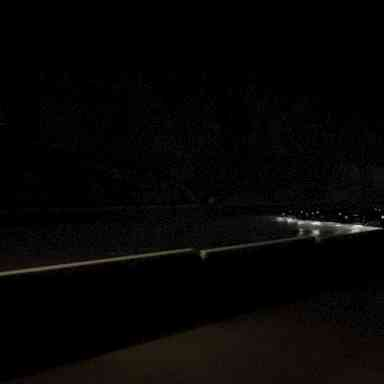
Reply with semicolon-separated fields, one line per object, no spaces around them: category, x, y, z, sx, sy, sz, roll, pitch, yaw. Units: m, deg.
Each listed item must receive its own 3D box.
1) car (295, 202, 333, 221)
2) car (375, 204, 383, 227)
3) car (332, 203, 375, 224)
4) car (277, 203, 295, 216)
car;11.647;1.672;29.501;4.892;1.490;1.837;0;0;-35
car;15.082;1.692;23.353;4.674;1.442;1.812;0;0;-36
car;13.680;1.672;26.653;4.892;1.490;1.837;0;0;-35
car;10.892;1.716;33.260;5.357;1.411;2.033;0;0;-36
